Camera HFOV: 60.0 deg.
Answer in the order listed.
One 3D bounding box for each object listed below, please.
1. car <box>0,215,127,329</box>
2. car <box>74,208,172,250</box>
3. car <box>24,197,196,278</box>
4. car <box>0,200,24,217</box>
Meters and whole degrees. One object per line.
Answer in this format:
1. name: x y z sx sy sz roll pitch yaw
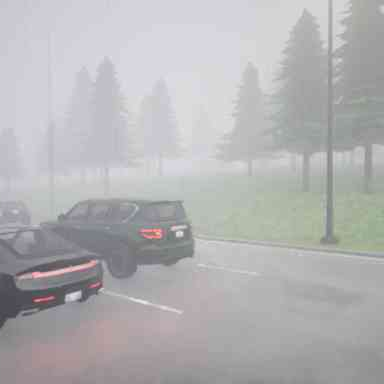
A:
1. car: -3.878 1.467 6.778 4.902 1.511 2.128 0 0 36
2. car: -3.130 1.526 14.862 4.181 1.385 1.994 0 0 36
3. car: -2.498 1.190 10.100 5.566 2.045 2.150 -1 0 35
4. car: -12.456 1.274 21.561 4.553 1.767 2.097 0 0 36
